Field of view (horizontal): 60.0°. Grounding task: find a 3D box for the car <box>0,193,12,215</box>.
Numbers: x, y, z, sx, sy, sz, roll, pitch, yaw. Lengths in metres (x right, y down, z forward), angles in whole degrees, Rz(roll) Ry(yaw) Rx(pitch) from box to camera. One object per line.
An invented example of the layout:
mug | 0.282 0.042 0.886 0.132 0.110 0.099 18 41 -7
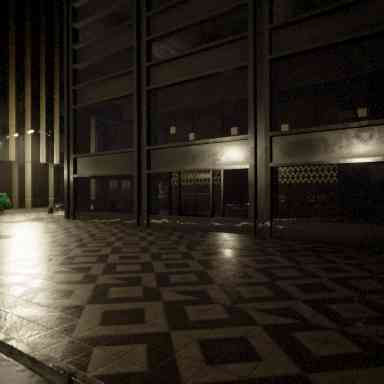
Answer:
car | -19.424 1.104 30.076 2.150 2.045 5.566 0 0 37

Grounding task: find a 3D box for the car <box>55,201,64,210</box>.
car | -13.404 1.316 38.607 1.882 1.535 5.008 0 0 35
